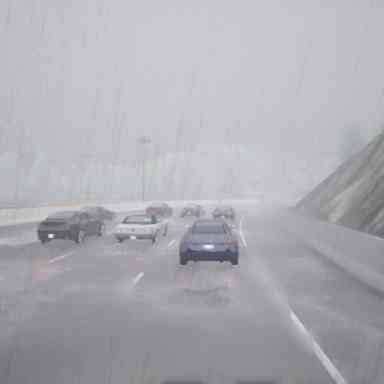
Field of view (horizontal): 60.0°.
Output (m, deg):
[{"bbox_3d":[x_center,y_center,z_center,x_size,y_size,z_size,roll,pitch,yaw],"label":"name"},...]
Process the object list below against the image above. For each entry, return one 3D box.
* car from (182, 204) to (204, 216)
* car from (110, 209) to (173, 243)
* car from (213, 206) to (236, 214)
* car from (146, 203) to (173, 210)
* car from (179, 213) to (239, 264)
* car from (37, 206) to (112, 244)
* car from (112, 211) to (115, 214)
[{"bbox_3d":[0.133,1.943,34.792,1.812,1.442,4.674,0,-1,11],"label":"car"},{"bbox_3d":[-2.450,1.805,17.318,1.895,1.301,4.718,0,-1,5],"label":"car"},{"bbox_3d":[3.219,1.994,32.363,1.895,1.301,4.718,0,-1,10],"label":"car"},{"bbox_3d":[-3.356,1.893,35.113,1.882,1.535,5.008,0,-1,11],"label":"car"},{"bbox_3d":[0.661,1.715,12.435,1.994,1.385,4.181,0,-1,4],"label":"car"},{"bbox_3d":[-5.970,1.701,17.037,1.837,1.490,4.892,0,-1,5],"label":"car"},{"bbox_3d":[-8.164,1.871,28.050,2.033,1.411,5.357,0,-1,9],"label":"car"}]
